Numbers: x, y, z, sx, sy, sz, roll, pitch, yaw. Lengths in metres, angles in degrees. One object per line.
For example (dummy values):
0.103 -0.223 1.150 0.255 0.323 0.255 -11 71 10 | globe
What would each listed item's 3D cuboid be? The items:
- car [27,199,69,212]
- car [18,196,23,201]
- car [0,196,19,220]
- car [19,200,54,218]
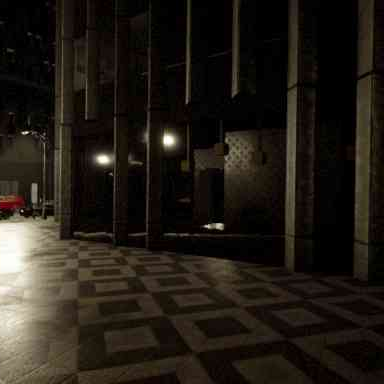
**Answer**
-17.557 1.630 40.748 1.947 1.339 4.313 1 0 35 | car
-20.809 1.350 36.138 2.192 1.841 5.009 1 0 35 | car
-17.107 1.460 26.603 2.192 1.841 5.009 1 0 35 | car
-13.855 1.739 31.214 1.947 1.339 4.313 1 0 35 | car
